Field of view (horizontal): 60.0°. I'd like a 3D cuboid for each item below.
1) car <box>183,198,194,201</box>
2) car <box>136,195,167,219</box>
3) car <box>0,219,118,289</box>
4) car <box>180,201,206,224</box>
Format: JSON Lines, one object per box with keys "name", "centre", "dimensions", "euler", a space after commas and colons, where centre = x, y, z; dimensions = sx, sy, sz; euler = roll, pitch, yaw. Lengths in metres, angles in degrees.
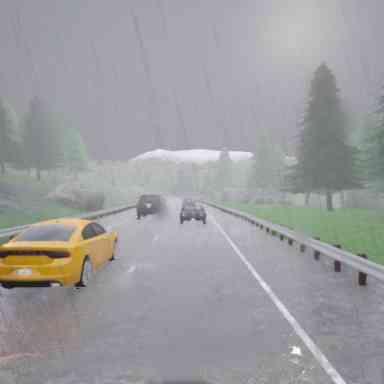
{"name": "car", "centre": [-0.476, 1.574, 45.372], "dimensions": [2.033, 1.411, 5.357], "euler": [0, 0, -2]}
{"name": "car", "centre": [-3.447, 1.238, 29.032], "dimensions": [2.150, 2.045, 5.566], "euler": [0, 0, 0]}
{"name": "car", "centre": [-3.404, 1.483, 9.251], "dimensions": [1.882, 1.535, 5.008], "euler": [0, 0, 0]}
{"name": "car", "centre": [0.061, 1.615, 25.232], "dimensions": [1.895, 1.301, 4.718], "euler": [0, 0, 0]}
